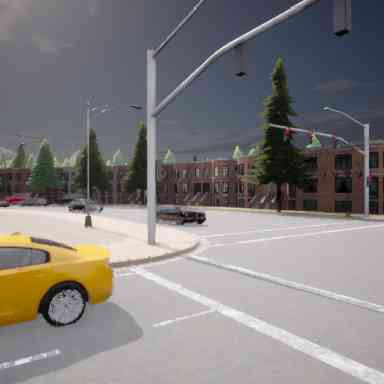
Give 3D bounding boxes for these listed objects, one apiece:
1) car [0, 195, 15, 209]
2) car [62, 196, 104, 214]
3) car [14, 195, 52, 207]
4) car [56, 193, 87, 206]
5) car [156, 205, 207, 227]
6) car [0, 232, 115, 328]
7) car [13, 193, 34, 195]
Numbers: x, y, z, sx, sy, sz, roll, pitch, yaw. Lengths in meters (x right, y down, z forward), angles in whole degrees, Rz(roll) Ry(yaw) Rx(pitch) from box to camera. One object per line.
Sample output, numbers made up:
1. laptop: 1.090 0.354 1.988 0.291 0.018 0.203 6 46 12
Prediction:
1. car: -26.837 1.542 44.744 4.892 1.490 1.837 0 0 16
2. car: -11.506 1.491 35.907 4.902 1.511 2.128 0 0 40
3. car: -24.170 1.547 51.137 5.357 1.411 2.033 0 0 17
4. car: -18.913 1.221 52.870 5.566 2.045 2.150 0 0 23
5. car: -1.024 1.601 23.317 1.895 1.301 4.718 0 0 -37
6. car: -3.795 1.477 5.448 5.008 1.535 1.882 0 0 -35
7. car: -29.032 1.221 55.923 5.566 2.045 2.150 0 0 10
